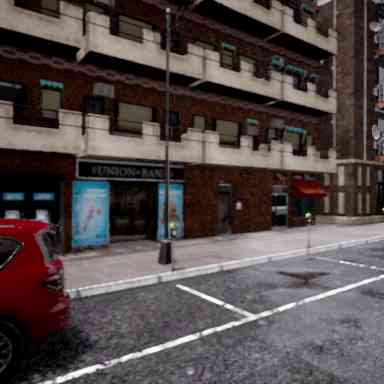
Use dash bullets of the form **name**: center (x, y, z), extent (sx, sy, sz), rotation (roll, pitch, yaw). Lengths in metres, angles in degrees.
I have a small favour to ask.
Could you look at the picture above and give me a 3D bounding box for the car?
- **car**: center (-3.976, 1.324, 3.705), extent (5.009, 1.841, 2.192), rotation (0, 1, -35)
